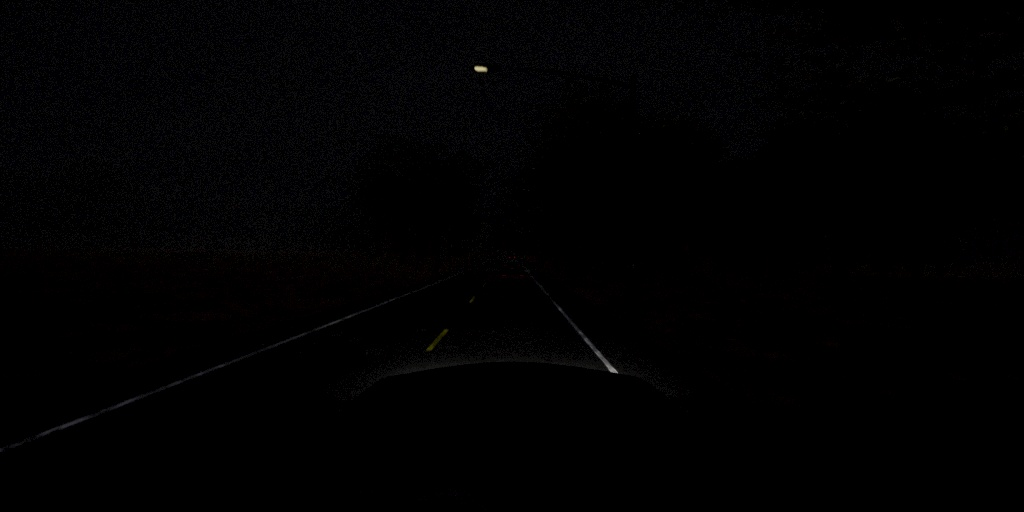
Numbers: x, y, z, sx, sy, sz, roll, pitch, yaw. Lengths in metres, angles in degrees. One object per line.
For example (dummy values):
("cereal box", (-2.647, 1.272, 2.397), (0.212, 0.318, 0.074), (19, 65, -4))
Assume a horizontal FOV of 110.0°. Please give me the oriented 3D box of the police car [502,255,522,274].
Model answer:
("police car", (0.015, 0.946, 36.217), (1.930, 1.638, 5.238), (0, 0, 0))
